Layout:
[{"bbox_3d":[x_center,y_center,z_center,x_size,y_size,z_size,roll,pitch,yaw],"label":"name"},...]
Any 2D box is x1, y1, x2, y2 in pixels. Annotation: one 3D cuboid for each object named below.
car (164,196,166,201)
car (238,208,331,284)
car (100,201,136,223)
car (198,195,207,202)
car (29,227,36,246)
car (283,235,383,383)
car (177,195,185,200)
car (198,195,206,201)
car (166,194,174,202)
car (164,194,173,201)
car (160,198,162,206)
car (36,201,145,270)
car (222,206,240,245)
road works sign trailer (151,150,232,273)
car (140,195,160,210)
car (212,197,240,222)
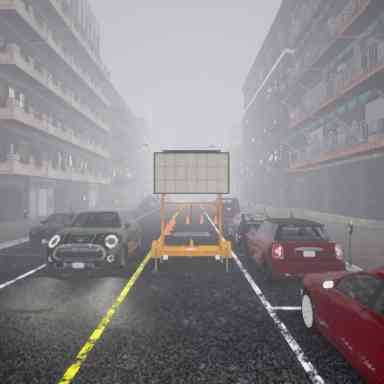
[{"bbox_3d":[-5.759,1.570,54.634,1.802,1.307,4.206,0,0,0],"label":"car"},{"bbox_3d":[2.680,1.440,9.549,1.967,1.590,4.097,0,0,0],"label":"car"},{"bbox_3d":[-5.722,1.523,26.280,1.752,1.417,4.829,0,0,0],"label":"car"},{"bbox_3d":[2.594,1.503,77.356,1.752,1.417,4.829,0,0,0],"label":"car"},{"bbox_3d":[-5.708,1.565,15.177,1.947,1.339,4.313,0,0,0],"label":"car"},{"bbox_3d":[2.687,1.545,3.912,1.887,1.381,4.507,0,0,0],"label":"car"},{"bbox_3d":[-3.114,1.478,90.398,1.837,1.490,4.892,0,0,0],"label":"car"},{"bbox_3d":[2.580,1.516,88.458,1.887,1.381,4.507,0,0,0],"label":"car"},{"bbox_3d":[-5.785,1.292,77.179,2.192,1.841,5.009,0,0,0],"label":"car"},{"bbox_3d":[-5.794,1.414,82.814,1.967,1.590,4.097,0,0,0],"label":"car"},{"bbox_3d":[-5.750,1.305,48.997,2.192,1.841,5.009,0,0,0],"label":"car"},{"bbox_3d":[-3.014,1.351,11.058,2.097,1.767,4.553,0,0,0],"label":"car"},{"bbox_3d":[2.673,1.550,15.185,2.008,1.369,4.403,0,0,0],"label":"car"},{"bbox_3d":[-0.013,0.464,10.678,2.380,3.560,2.880,0,0,0],"label":"road works sign trailer"},{"bbox_3d":[-5.744,1.432,43.361,1.967,1.590,4.097,0,0,0],"label":"car"},{"bbox_3d":[2.660,1.312,26.458,2.192,1.841,5.009,0,0,0],"label":"car"}]
